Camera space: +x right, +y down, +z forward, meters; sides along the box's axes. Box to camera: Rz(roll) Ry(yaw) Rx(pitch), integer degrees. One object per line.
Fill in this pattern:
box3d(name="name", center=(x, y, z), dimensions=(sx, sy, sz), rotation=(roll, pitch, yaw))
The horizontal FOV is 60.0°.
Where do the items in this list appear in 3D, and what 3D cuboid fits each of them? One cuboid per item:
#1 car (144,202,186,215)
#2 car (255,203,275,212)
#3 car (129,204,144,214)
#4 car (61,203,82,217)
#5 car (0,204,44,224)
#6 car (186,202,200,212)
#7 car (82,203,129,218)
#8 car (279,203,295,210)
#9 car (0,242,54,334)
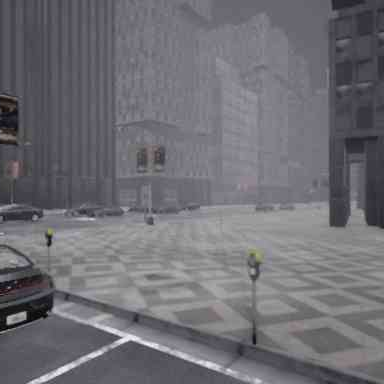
box3d(name="car", center=(-3.537, 2.282, 44.992), dimensions=(2.033, 1.411, 5.357), rotation=(0, -1, 36))
box3d(name="car", center=(12.188, 2.551, 55.424), dimensions=(1.837, 1.490, 4.892), rotation=(0, -1, 36))
box3d(name="car", center=(-6.620, 2.333, 46.269), dimensions=(1.895, 1.301, 4.718), rotation=(0, -1, 36))
box3d(name="car", center=(-12.491, 2.032, 38.098), dimensions=(2.128, 1.511, 4.902), rotation=(0, -1, 36))
box3d(name="car", center=(-15.305, 1.858, 28.607), dimensions=(1.837, 1.490, 4.892), rotation=(0, -1, 36))
box3d(name="car", center=(-0.602, 2.405, 54.574), dimensions=(1.882, 1.535, 5.008), rotation=(0, -1, 36))
box3d(name="car", center=(-9.507, 2.104, 36.700), dimensions=(1.994, 1.385, 4.181), rotation=(0, -1, 35))
box3d(name="car", center=(18.212, 2.805, 63.813), dimensions=(1.994, 1.385, 4.181), rotation=(0, -1, 36))
box3d(name="car", center=(-4.258, 1.563, 6.001), dimensions=(4.403, 1.369, 2.008), rotation=(0, 0, 35))
